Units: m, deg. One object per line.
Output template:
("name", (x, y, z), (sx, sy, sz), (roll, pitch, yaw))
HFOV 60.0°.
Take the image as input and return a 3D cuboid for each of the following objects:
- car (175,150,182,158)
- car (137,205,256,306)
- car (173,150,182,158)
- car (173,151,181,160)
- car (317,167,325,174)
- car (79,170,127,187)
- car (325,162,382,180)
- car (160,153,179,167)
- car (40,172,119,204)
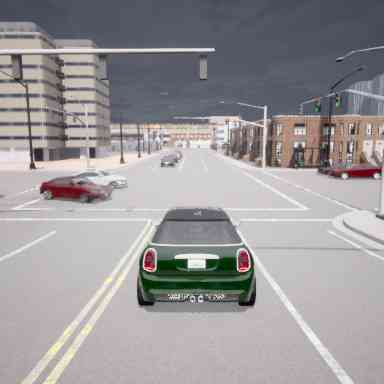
("car", (-3.376, -7.263, 67.491), (1.812, 1.442, 4.674), (0, 8, 1))
("car", (0.091, 1.075, 7.660), (2.097, 1.767, 4.553), (0, 4, 0))
("car", (-3.345, -8.935, 77.540), (2.097, 1.767, 4.553), (0, 8, 0))
("car", (-3.464, -5.924, 58.196), (1.882, 1.535, 5.008), (0, 9, 0))
("car", (16.392, -2.511, 35.761), (5.357, 1.411, 2.033), (0, 8, 0))
("car", (-7.320, -0.963, 25.292), (4.674, 1.442, 1.812), (0, 8, 0))
("car", (16.046, -2.062, 32.283), (5.008, 1.535, 1.882), (0, 8, 0))
("car", (-3.515, -4.516, 48.859), (2.128, 1.511, 4.902), (0, 8, 1))
("car", (-7.147, -0.227, 20.363), (4.674, 1.442, 1.812), (3, 9, 22))
